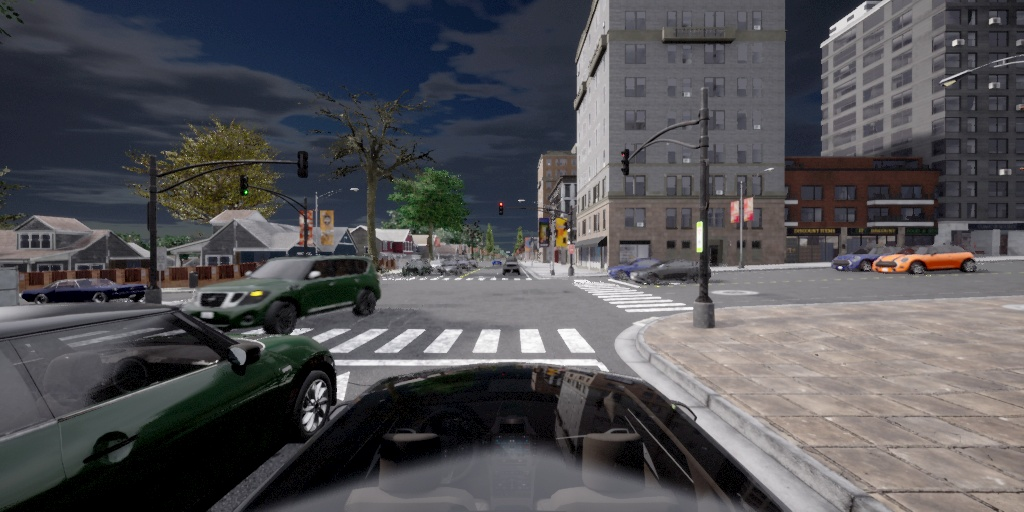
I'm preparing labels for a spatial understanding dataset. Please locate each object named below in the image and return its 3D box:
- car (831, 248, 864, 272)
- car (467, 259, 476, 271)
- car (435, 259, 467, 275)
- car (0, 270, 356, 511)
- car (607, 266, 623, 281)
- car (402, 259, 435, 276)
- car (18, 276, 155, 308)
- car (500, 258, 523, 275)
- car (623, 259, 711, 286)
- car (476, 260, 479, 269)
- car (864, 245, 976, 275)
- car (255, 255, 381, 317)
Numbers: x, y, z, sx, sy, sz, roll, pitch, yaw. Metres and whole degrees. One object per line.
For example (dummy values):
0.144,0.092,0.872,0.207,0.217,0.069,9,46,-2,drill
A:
25.106,0.144,25.004,4.553,1.767,2.097,-2,0,0,car
-6.629,1.335,49.266,2.033,1.411,5.357,0,0,0,car
-6.618,1.262,39.548,2.128,1.511,4.902,0,0,0,car
-3.151,1.102,2.482,2.097,1.767,4.553,0,0,0,car
9.117,0.929,25.232,4.674,1.442,1.812,-2,0,6,car
-9.868,1.120,37.471,2.097,1.767,4.553,0,0,0,car
-21.627,1.806,18.370,4.718,1.301,1.895,-2,0,0,car
-0.004,1.277,39.951,1.837,1.490,4.892,0,0,1,car
9.456,0.928,21.489,4.674,1.442,1.812,-2,0,-5,car
-6.625,1.321,59.612,1.837,1.490,4.892,0,0,0,car
24.842,0.164,21.755,4.553,1.767,2.097,-2,0,0,car
-6.214,0.994,10.723,2.150,2.045,5.566,-1,-1,13,car
